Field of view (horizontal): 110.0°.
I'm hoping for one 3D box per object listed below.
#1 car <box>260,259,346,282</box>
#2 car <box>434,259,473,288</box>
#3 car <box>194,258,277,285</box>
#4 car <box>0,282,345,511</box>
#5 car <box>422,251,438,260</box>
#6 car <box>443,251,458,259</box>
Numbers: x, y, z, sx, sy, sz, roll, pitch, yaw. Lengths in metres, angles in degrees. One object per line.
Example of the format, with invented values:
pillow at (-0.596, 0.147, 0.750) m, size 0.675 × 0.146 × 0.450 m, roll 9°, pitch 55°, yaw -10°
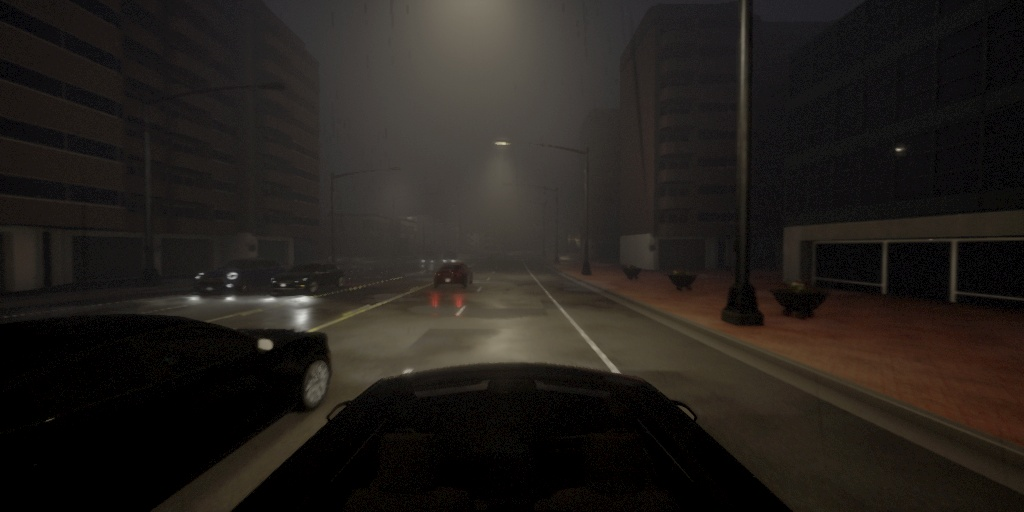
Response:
car at (-10.602, 1.085, 19.026) m, size 1.837 × 1.490 × 4.892 m, roll 0°, pitch 1°, yaw 0°
car at (-3.419, 1.080, 21.415) m, size 1.812 × 1.442 × 4.674 m, roll 0°, pitch 1°, yaw 0°
car at (-14.101, 0.933, 18.966) m, size 2.097 × 1.767 × 4.553 m, roll 0°, pitch 1°, yaw 0°
car at (-3.406, 1.216, 2.946) m, size 1.882 × 1.535 × 5.008 m, roll 0°, pitch 1°, yaw 0°
car at (-14.033, -0.166, 61.213) m, size 1.812 × 1.442 × 4.674 m, roll 0°, pitch 3°, yaw 0°
car at (-10.533, -0.167, 61.214) m, size 1.812 × 1.442 × 4.674 m, roll 0°, pitch 3°, yaw 0°
